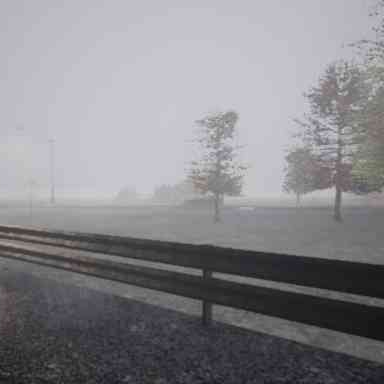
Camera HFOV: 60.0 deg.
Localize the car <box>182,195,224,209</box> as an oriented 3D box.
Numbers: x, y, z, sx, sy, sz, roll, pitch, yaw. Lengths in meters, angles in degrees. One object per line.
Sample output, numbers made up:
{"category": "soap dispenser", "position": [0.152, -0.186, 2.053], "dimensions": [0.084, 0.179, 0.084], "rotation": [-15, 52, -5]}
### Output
{"category": "car", "position": [1.273, 1.114, 38.633], "dimensions": [4.902, 1.511, 2.128], "rotation": [0, 0, 12]}
